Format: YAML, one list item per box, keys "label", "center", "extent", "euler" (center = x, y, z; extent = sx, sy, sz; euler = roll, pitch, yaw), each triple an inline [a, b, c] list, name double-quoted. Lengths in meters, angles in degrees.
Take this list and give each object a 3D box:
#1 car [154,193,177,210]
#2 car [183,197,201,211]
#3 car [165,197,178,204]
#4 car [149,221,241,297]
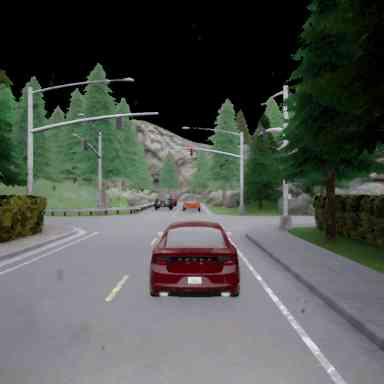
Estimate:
- label: "car"
  center: [-3.575, 1.237, 43.475]
  extent: [2.150, 2.045, 5.566]
  euler: [0, 0, 0]
- label: "car"
  center: [0.011, 1.366, 41.661]
  extent: [2.097, 1.767, 4.553]
  euler: [0, 0, 1]
- label: "car"
  center: [-3.941, 1.623, 63.984]
  extent: [1.895, 1.301, 4.718]
  euler: [0, 0, -11]
- label: "car"
  center: [0.069, 1.481, 8.617]
  extent: [1.882, 1.535, 5.008]
  euler: [0, 0, 0]
